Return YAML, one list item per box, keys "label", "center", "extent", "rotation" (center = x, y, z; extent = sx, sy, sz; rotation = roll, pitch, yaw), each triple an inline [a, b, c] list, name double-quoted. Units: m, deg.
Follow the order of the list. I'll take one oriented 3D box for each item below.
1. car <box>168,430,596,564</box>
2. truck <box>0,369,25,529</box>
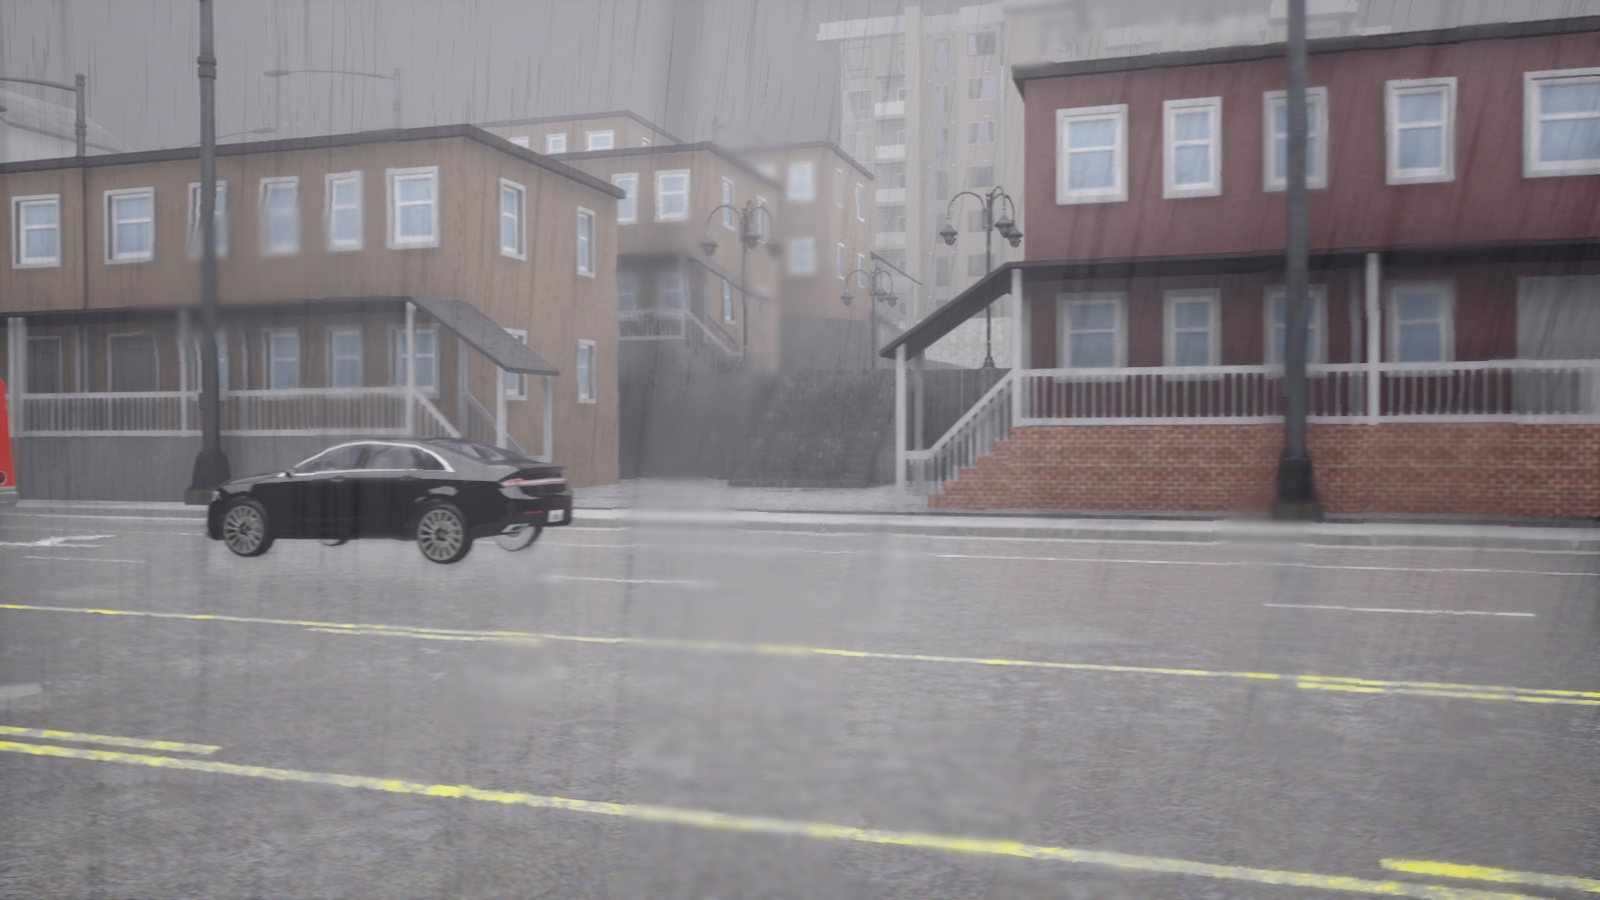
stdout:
- label: "car"
  center: [-5.305, 0.506, 16.059]
  extent: [4.902, 1.511, 2.128]
  rotation: [1, 1, 19]
- label: "truck"
  center: [-15.084, -0.027, 19.341]
  extent: [5.204, 2.467, 2.627]
  rotation: [1, 1, 19]
